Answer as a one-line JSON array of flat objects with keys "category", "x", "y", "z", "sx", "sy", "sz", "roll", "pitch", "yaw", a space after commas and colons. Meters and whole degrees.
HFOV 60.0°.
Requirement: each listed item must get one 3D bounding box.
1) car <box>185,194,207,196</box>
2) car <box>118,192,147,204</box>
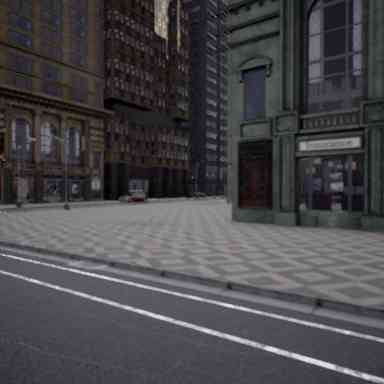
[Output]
[{"category": "car", "x": 0.847, "y": 0.532, "z": 62.624, "sx": 2.033, "sy": 1.411, "sz": 5.357, "roll": 0, "pitch": 1, "yaw": 36}, {"category": "car", "x": -8.763, "y": 0.843, "z": 49.321, "sx": 2.097, "sy": 1.767, "sz": 4.553, "roll": 0, "pitch": 1, "yaw": 36}]
